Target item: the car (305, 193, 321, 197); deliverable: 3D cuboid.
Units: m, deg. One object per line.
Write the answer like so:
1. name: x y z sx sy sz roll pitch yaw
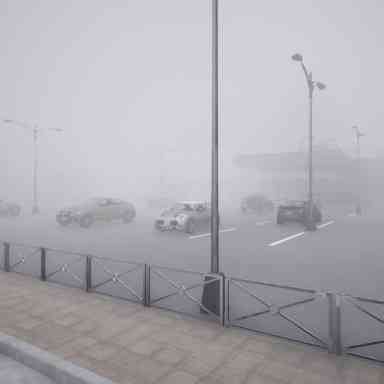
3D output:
1. car: 13.615 1.092 37.912 1.905 1.878 3.866 0 0 33

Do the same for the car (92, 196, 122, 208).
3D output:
1. car: -11.771 1.335 46.189 1.845 1.501 3.633 0 0 33

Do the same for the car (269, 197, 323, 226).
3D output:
1. car: 6.791 1.313 20.987 2.007 1.523 4.514 0 0 33

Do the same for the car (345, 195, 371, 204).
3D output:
1. car: 32.842 1.495 65.959 4.611 1.667 2.242 0 0 33

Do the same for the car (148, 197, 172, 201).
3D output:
1. car: -3.463 1.313 40.637 2.007 1.523 4.514 0 0 33

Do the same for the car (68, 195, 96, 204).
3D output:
1. car: -20.056 1.355 60.816 2.007 1.523 4.514 0 0 33

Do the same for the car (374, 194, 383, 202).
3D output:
1. car: 39.585 1.328 68.285 3.866 1.878 1.905 0 0 33

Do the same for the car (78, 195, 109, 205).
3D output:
1. car: -17.411 1.345 59.128 2.152 1.636 5.027 0 0 33

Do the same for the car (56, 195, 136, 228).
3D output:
1. car: -5.684 1.169 20.405 2.152 1.636 5.027 0 0 33

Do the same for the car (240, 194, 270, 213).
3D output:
1. car: 6.530 1.113 33.167 1.932 1.855 4.605 0 0 33

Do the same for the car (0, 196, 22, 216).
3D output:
1. car: -16.352 1.092 27.469 1.905 1.878 3.866 0 0 33

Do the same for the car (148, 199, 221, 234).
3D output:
1. car: -0.155 1.248 17.132 1.970 1.475 3.806 0 0 33
